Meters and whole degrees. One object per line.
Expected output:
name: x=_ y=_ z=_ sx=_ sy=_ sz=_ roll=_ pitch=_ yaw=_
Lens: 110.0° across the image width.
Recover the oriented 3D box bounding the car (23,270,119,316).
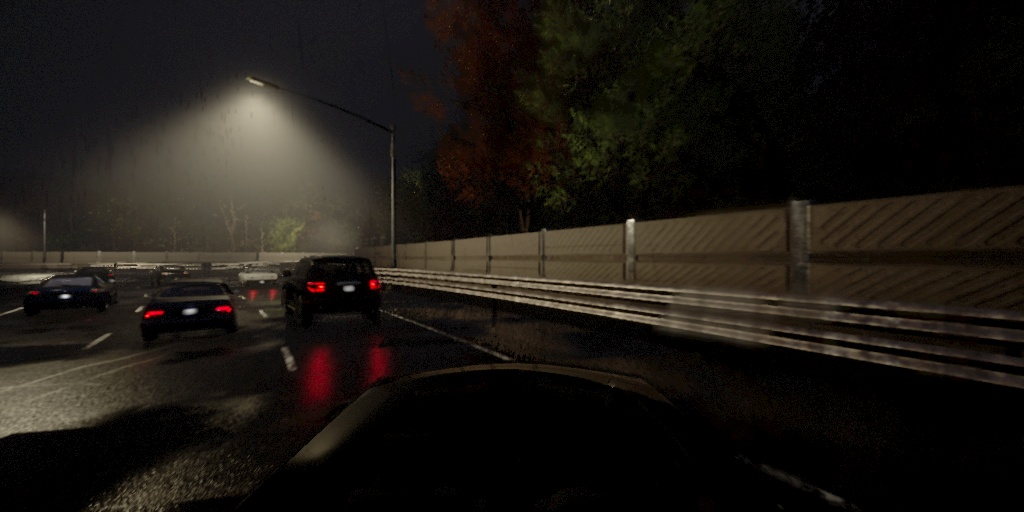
car: x=-17.187 y=1.416 z=14.172 sx=1.994 sy=1.385 sz=4.181 roll=0 pitch=0 yaw=-43

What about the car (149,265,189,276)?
car: x=-25.310 y=1.425 z=26.544 sx=4.902 sy=1.511 sz=2.128 roll=0 pitch=0 yaw=39

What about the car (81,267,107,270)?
car: x=-30.485 y=1.507 z=26.169 sx=4.181 sy=1.385 sz=1.994 roll=0 pitch=0 yaw=38

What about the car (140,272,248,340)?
car: x=-9.089 y=1.362 z=10.325 sx=2.033 sy=1.411 sz=5.357 roll=0 pitch=0 yaw=-39

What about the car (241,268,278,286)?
car: x=-18.851 y=1.521 z=26.537 sx=1.895 sy=1.301 sz=4.718 roll=0 pitch=0 yaw=-43

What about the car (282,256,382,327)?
car: x=-6.250 y=1.037 z=12.179 sx=2.150 sy=2.045 sz=5.566 roll=0 pitch=-1 yaw=-39
